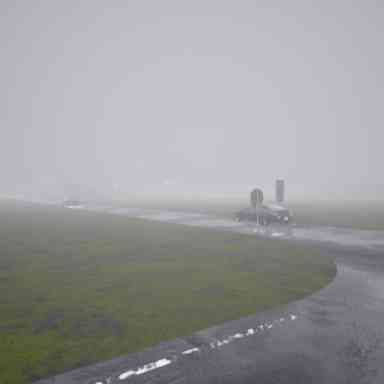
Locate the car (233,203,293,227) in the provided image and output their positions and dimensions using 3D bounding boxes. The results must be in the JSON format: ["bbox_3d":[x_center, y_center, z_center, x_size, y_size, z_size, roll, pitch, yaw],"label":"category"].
[{"bbox_3d":[4.613,1.439,22.149,1.812,1.442,4.674,0,0,-28],"label":"car"}]

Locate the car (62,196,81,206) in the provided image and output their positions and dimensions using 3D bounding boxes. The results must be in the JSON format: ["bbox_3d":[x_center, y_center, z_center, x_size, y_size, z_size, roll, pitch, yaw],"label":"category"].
[{"bbox_3d":[-18.265,1.347,50.314,1.994,1.385,4.181,0,0,-35],"label":"car"}]
